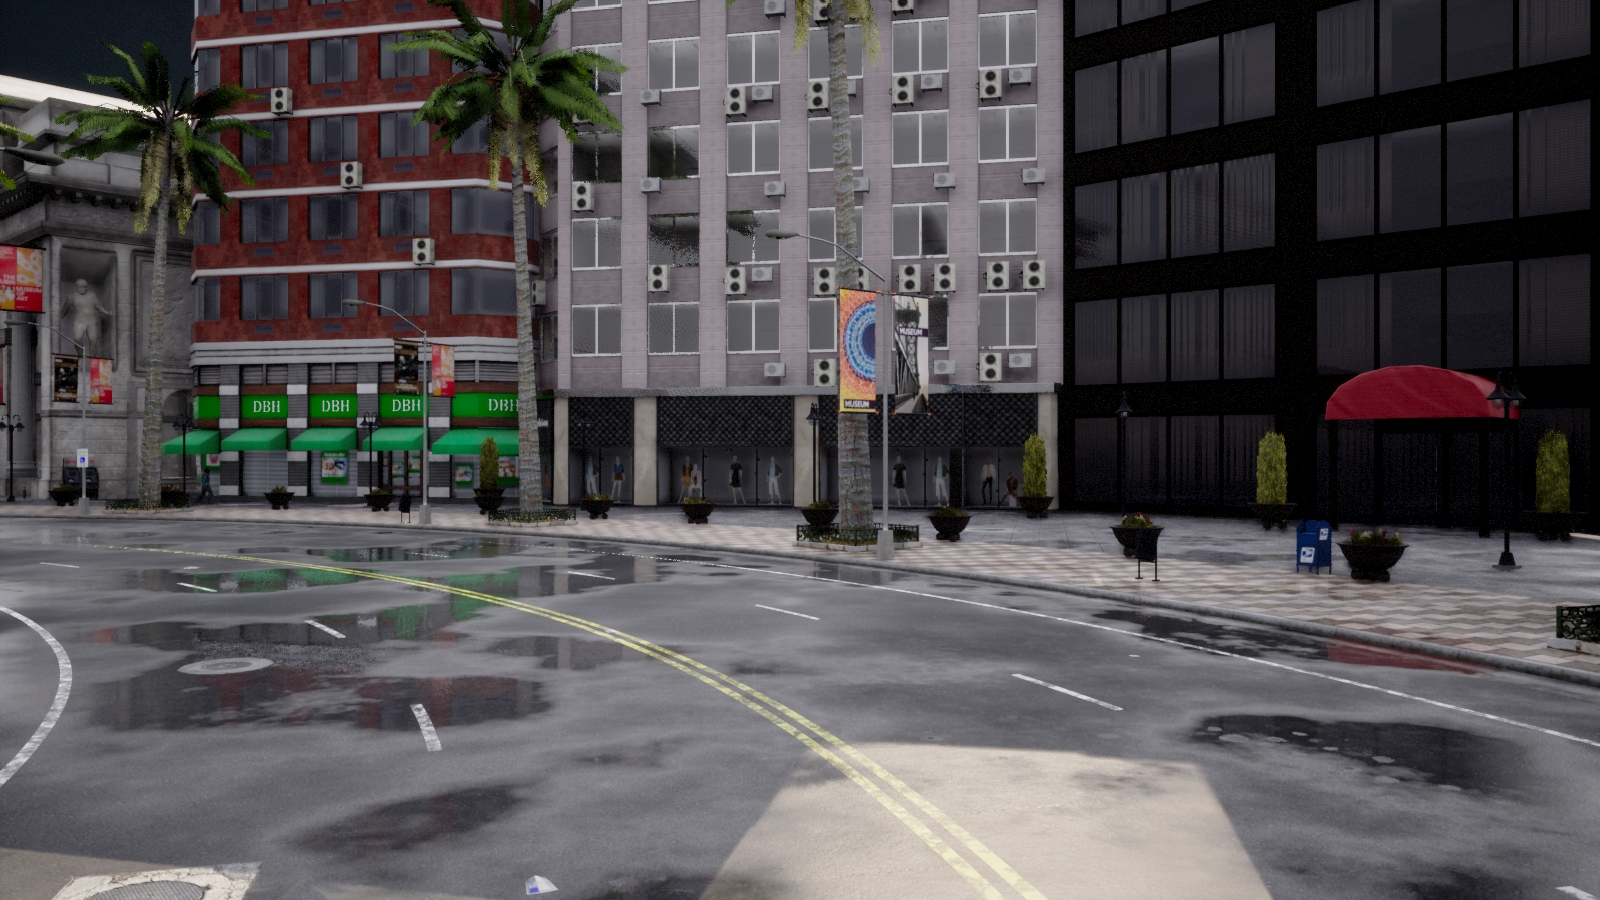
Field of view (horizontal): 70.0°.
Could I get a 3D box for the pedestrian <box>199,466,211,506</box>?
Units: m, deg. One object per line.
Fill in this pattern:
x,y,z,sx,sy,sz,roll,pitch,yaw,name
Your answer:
-28.075,1.703,53.929,0.375,1.860,0.375,0,0,0,pedestrian
